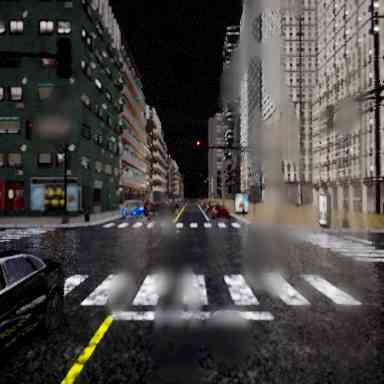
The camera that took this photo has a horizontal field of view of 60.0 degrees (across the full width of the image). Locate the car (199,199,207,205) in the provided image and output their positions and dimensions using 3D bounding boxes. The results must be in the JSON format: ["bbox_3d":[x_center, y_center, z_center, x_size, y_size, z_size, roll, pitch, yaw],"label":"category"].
[{"bbox_3d":[2.703,2.509,81.735,1.802,1.307,4.206,0,-1,0],"label":"car"}]

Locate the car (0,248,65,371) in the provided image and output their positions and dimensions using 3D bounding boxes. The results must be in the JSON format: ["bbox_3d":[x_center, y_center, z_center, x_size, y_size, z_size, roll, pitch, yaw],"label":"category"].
[{"bbox_3d":[-3.088,1.536,3.966,2.128,1.511,4.902,0,-1,-2],"label":"car"}]

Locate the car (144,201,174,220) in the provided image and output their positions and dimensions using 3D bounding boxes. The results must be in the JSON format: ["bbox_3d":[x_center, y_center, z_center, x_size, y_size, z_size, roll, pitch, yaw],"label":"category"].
[{"bbox_3d":[-3.088,1.858,31.945,1.837,1.490,4.892,0,-1,0],"label":"car"}]

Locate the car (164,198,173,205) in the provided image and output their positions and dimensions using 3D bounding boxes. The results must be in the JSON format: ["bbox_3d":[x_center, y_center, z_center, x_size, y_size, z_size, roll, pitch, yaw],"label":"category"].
[{"bbox_3d":[-5.676,2.367,81.738,1.967,1.590,4.097,0,-1,0],"label":"car"}]

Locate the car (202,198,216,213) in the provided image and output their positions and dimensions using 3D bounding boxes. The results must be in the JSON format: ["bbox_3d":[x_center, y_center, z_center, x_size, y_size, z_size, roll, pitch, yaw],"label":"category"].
[{"bbox_3d":[2.702,1.917,43.047,1.967,1.590,4.097,0,-1,0],"label":"car"}]

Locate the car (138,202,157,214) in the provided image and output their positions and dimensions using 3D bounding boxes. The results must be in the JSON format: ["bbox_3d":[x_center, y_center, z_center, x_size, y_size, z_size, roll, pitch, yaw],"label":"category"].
[{"bbox_3d":[-5.680,2.022,43.047,1.887,1.381,4.507,0,-1,0],"label":"car"}]

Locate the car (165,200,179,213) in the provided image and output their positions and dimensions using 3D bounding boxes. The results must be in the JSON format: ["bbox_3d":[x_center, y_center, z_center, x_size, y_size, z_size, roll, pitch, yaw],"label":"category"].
[{"bbox_3d":[-3.085,2.071,42.390,1.895,1.301,4.718,0,-1,0],"label":"car"}]

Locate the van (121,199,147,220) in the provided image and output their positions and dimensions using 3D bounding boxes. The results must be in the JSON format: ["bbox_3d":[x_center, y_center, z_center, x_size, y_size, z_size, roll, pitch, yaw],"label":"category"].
[{"bbox_3d":[-5.679,1.694,31.995,1.690,1.788,3.998,0,-1,0],"label":"van"}]

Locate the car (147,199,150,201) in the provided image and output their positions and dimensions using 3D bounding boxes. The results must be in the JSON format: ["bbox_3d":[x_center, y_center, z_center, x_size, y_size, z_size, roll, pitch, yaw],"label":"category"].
[{"bbox_3d":[-5.679,1.730,37.522,2.192,1.841,5.009,0,-1,0],"label":"car"}]

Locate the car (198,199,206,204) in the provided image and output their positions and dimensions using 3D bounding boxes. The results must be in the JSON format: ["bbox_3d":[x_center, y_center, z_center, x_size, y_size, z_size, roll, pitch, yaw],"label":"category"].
[{"bbox_3d":[2.704,2.610,92.790,2.008,1.369,4.403,0,-1,0],"label":"car"}]

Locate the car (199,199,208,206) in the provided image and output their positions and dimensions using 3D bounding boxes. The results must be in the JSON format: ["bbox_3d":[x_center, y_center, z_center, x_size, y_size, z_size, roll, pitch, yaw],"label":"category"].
[{"bbox_3d":[2.703,2.406,76.209,1.887,1.381,4.507,0,-1,0],"label":"car"}]

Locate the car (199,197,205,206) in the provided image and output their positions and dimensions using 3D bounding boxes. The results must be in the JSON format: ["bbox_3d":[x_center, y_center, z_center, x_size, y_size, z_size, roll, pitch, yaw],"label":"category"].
[{"bbox_3d":[2.703,2.107,59.628,1.967,1.590,4.097,0,-1,0],"label":"car"}]

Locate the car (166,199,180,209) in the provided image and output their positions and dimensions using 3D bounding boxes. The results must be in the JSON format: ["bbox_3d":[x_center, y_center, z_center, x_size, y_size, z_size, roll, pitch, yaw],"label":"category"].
[{"bbox_3d":[-3.073,2.196,56.584,1.994,1.385,4.181,0,-1,0],"label":"car"}]

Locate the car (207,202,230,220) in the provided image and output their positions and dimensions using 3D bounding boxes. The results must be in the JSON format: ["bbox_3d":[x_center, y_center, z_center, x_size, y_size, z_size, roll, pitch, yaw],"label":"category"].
[{"bbox_3d":[2.700,1.935,31.990,1.802,1.307,4.206,0,-1,0],"label":"car"}]

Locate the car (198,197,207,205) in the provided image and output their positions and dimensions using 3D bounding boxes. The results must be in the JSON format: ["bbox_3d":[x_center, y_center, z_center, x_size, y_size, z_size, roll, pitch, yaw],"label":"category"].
[{"bbox_3d":[2.706,2.308,87.266,2.192,1.841,5.009,0,-1,0],"label":"car"}]
